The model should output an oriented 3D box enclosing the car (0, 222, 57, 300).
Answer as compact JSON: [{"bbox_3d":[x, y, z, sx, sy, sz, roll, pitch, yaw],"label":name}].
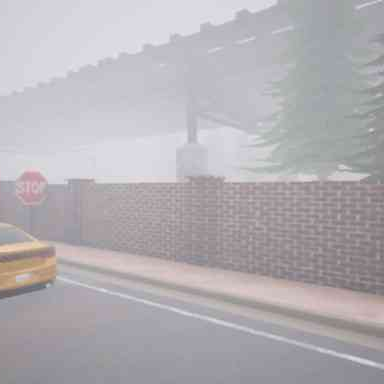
[{"bbox_3d":[-5.125,1.407,7.599,5.008,1.535,1.882,1,0,36],"label":"car"}]
